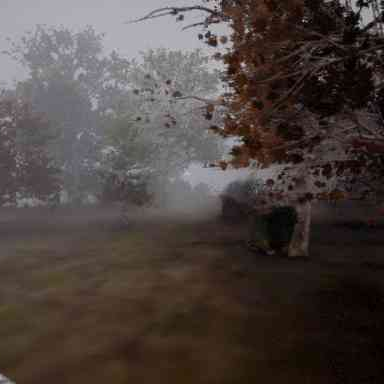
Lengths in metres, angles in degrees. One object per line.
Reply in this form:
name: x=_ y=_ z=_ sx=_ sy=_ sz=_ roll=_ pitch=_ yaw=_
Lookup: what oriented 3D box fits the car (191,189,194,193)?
car: x=-0.229 y=0.042 z=88.288 sx=5.366 sy=1.575 sz=1.946 roll=-4 pitch=1 yaw=-22
